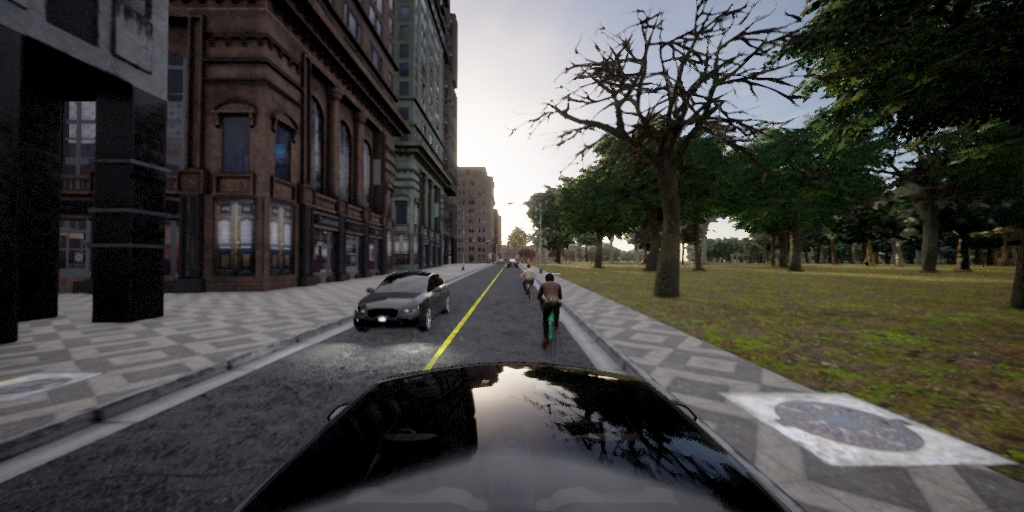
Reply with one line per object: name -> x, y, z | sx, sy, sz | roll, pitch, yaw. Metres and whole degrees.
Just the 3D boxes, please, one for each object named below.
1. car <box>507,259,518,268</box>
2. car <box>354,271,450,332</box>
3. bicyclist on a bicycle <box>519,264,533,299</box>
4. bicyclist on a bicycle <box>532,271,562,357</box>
car -> 0.101, 1.392, 64.538 | 1.812, 1.442, 4.674 | 0, 0, -1
car -> -3.100, 1.260, 10.994 | 1.837, 1.490, 4.892 | 0, 0, 0
bicyclist on a bicycle -> 0.788, 1.197, 17.196 | 0.866, 1.612, 1.509 | 0, 0, 0
bicyclist on a bicycle -> 0.824, 1.206, 7.659 | 0.582, 1.620, 1.656 | 0, 0, 0
